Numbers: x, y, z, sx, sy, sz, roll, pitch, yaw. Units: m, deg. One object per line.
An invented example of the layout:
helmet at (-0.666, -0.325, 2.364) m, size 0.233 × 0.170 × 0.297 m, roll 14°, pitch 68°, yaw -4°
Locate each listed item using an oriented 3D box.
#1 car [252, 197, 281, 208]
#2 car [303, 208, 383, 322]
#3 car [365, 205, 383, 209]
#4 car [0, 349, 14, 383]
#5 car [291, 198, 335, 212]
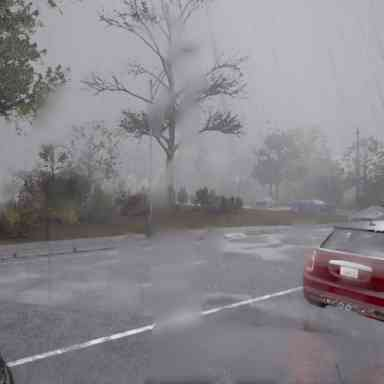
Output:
car at (10.674, 1.535, 48.004) m, size 1.837 × 1.490 × 4.892 m, roll 0°, pitch 0°, yaw -27°
car at (4.358, 1.350, 6.724) m, size 4.553 × 1.767 × 2.097 m, roll 0°, pitch 0°, yaw -34°
car at (12.001, 1.542, 21.115) m, size 5.357 × 1.411 × 2.033 m, roll 0°, pitch 0°, yaw -36°
car at (-3.697, 1.222, 1.075) m, size 5.566 × 2.045 × 2.150 m, roll 0°, pitch 0°, yaw -35°
car at (13.061, 1.473, 36.071) m, size 1.882 × 1.535 × 5.008 m, roll 0°, pitch 0°, yaw -28°
